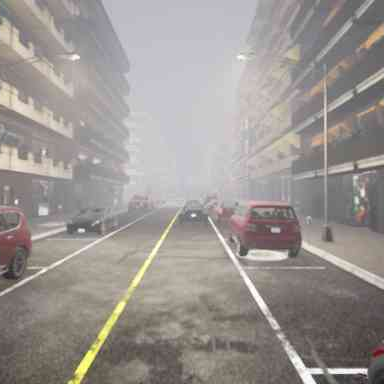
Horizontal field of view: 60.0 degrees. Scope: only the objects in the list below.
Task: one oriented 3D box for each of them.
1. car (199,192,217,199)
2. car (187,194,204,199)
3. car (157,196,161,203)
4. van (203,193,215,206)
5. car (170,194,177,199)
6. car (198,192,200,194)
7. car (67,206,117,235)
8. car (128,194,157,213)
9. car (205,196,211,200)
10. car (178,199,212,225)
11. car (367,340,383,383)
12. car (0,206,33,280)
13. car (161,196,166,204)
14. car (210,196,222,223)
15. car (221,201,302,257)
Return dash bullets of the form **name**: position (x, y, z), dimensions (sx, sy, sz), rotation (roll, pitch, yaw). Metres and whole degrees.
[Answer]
- **car**: position (2.550, 1.106, 45.734), dimensions (2.192, 1.841, 5.009), rotation (1, 0, 0)
- **car**: position (0.097, 1.298, 41.080), dimensions (2.128, 1.511, 4.902), rotation (0, 0, 0)
- **car**: position (-5.301, 1.354, 40.258), dimensions (1.887, 1.381, 4.507), rotation (1, 0, 0)
- **van**: position (2.549, 1.116, 51.266), dimensions (1.690, 1.788, 3.998), rotation (1, 0, 0)
- **car**: position (-5.304, 1.231, 94.932), dimensions (1.947, 1.339, 4.313), rotation (1, 0, 0)
- **car**: position (2.580, 0.980, 94.978), dimensions (2.192, 1.841, 5.009), rotation (1, 0, 0)
- **car**: position (-5.299, 1.467, 18.137), dimensions (1.947, 1.339, 4.313), rotation (1, 0, 0)
- **car**: position (-5.295, 1.144, 34.726), dimensions (2.192, 1.841, 5.009), rotation (1, 0, 0)
- **car**: position (2.546, 1.411, 34.672), dimensions (1.802, 1.307, 4.206), rotation (1, 0, 0)
- **car**: position (0.098, 1.443, 23.133), dimensions (1.994, 1.385, 4.181), rotation (0, 0, 0)
- **car**: position (2.593, 1.431, 1.484), dimensions (1.967, 1.590, 4.097), rotation (1, 0, 0)
- **car**: position (-5.292, 1.275, 7.073), dimensions (2.192, 1.841, 5.009), rotation (1, 0, 0)
- **car**: position (-5.303, 1.343, 56.852), dimensions (1.802, 1.307, 4.206), rotation (1, 0, 0)
- **car**: position (2.549, 1.316, 23.609), dimensions (1.967, 1.590, 4.097), rotation (1, 0, 0)
- **car**: position (2.553, 1.245, 12.545), dimensions (2.192, 1.841, 5.009), rotation (1, 0, 0)
